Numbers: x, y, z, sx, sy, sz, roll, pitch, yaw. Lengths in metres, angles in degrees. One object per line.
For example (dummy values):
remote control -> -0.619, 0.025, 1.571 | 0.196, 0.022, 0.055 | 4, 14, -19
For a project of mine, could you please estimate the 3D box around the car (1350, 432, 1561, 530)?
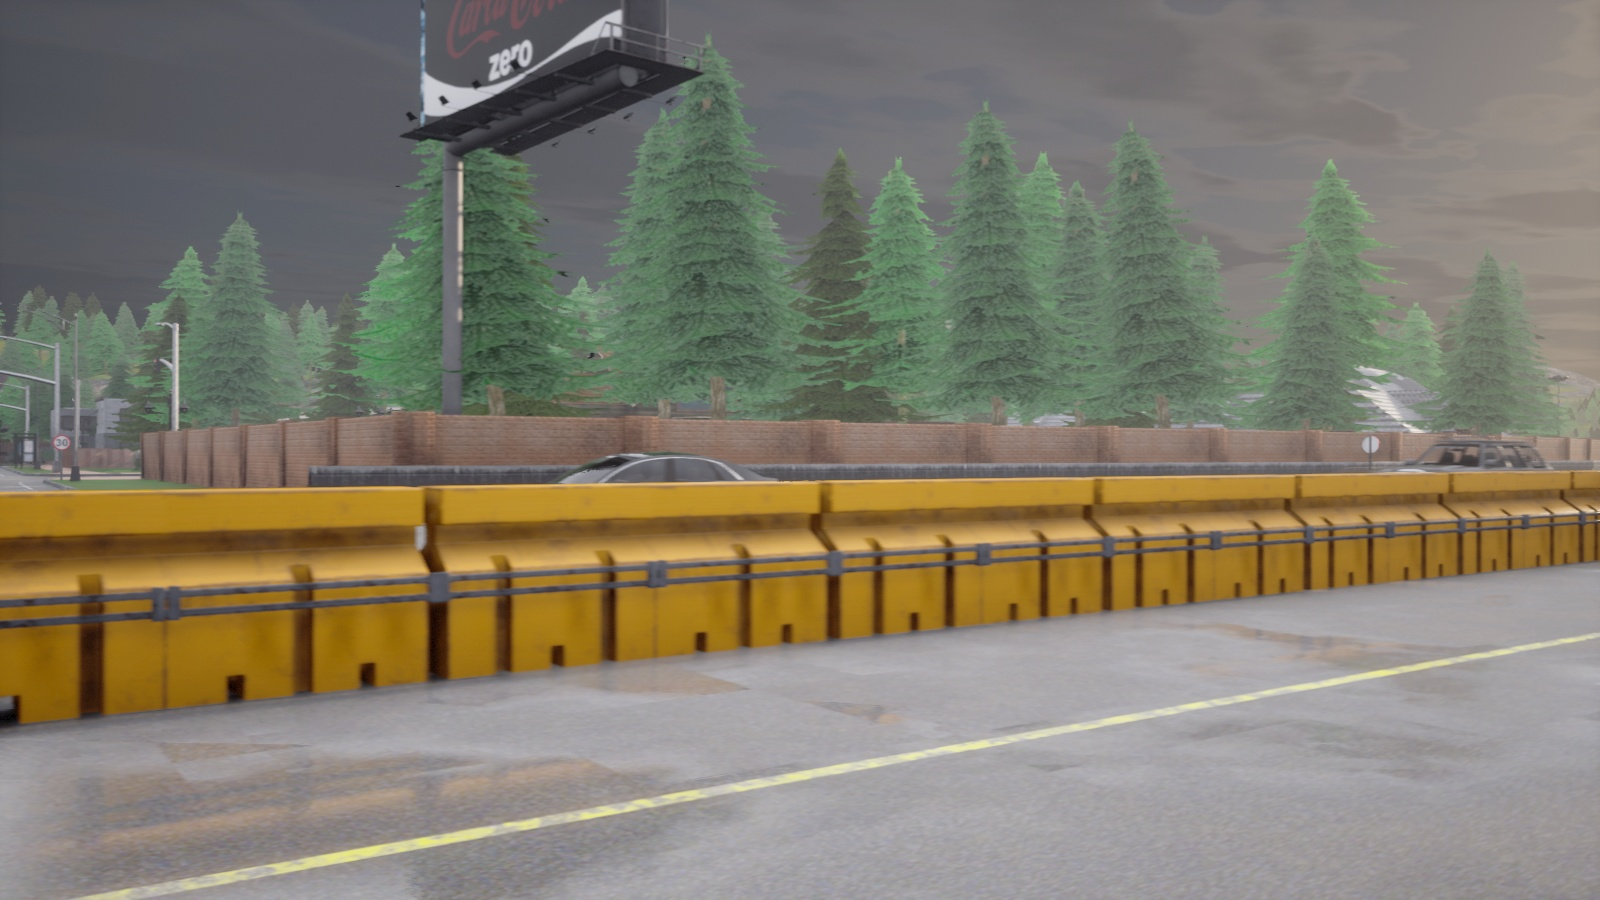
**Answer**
car -> 13.537, 0.597, 25.865 | 4.605, 1.855, 1.932 | 0, 0, -35

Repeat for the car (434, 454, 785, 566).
car -> -2.759, 0.802, 18.796 | 4.892, 1.490, 1.837 | 0, 0, -35
